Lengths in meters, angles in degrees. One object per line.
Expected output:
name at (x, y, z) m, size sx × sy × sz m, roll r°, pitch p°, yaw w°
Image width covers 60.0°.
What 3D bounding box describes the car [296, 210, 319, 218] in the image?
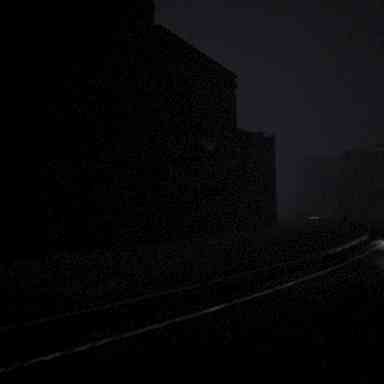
car at (20.773, 3.900, 60.247) m, size 2.033 × 1.411 × 5.357 m, roll -2°, pitch -3°, yaw -10°
